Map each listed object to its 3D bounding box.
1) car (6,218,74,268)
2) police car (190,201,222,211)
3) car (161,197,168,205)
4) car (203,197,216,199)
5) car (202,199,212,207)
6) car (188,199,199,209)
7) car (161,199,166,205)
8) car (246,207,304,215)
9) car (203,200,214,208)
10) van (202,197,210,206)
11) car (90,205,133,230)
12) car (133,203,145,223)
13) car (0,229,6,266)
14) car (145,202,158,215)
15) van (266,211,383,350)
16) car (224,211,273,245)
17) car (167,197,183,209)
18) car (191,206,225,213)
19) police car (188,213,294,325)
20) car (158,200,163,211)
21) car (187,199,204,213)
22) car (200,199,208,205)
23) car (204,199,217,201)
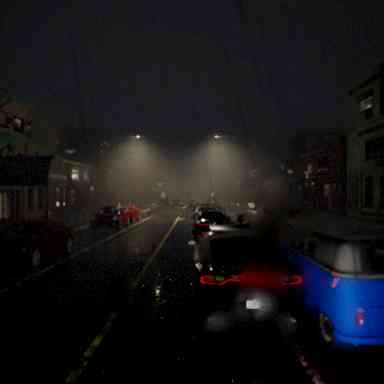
[{"bbox_3d":[-5.633,1.678,11.748,1.887,1.381,4.507,-1,-1,0],"label":"car"},{"bbox_3d":[1.011,1.671,23.562,1.930,1.638,5.238,0,-1,0],"label":"police car"},{"bbox_3d":[-5.394,2.024,67.230,2.192,1.841,5.009,-1,-1,0],"label":"car"},{"bbox_3d":[2.914,1.838,50.552,2.192,1.841,5.009,-1,-1,0],"label":"car"},{"bbox_3d":[2.990,2.223,67.363,1.752,1.417,4.829,-1,-1,0],"label":"car"},{"bbox_3d":[0.266,2.094,59.071,1.882,1.535,5.008,0,-1,0],"label":"car"},{"bbox_3d":[-5.463,2.119,50.583,1.802,1.307,4.206,-1,-1,0],"label":"car"},{"bbox_3d":[2.745,1.434,11.716,2.192,1.841,5.009,-1,-1,0],"label":"car"},{"bbox_3d":[2.965,2.220,61.645,1.802,1.307,4.206,-1,-1,0],"label":"car"},{"bbox_3d":[3.011,2.094,72.743,1.690,1.788,3.998,-1,-1,0],"label":"van"},{"bbox_3d":[-5.586,1.689,22.845,1.967,1.590,4.097,-1,-1,0],"label":"car"},{"bbox_3d":[-5.560,1.851,28.392,1.887,1.381,4.507,-1,-1,0],"label":"car"},{"bbox_3d":[-5.658,1.516,6.201,1.967,1.590,4.097,-1,-1,0],"label":"car"},{"bbox_3d":[-5.511,2.004,39.487,1.802,1.307,4.206,-1,-1,0],"label":"car"},{"bbox_3d":[2.721,1.403,6.167,1.690,1.788,3.998,-1,-1,0],"label":"van"},{"bbox_3d":[2.772,1.759,17.261,1.802,1.307,4.206,-1,-1,0],"label":"car"},{"bbox_3d":[-2.737,1.966,58.485,2.097,1.767,4.553,0,-1,0],"label":"car"},{"bbox_3d":[0.985,1.687,17.450,1.837,1.490,4.892,0,-1,0],"label":"car"},{"bbox_3d":[0.942,1.504,7.562,1.930,1.638,5.238,0,-1,0],"label":"police car"},{"bbox_3d":[-5.488,2.030,45.035,2.008,1.369,4.403,-1,-1,0],"label":"car"},{"bbox_3d":[0.232,1.962,44.991,2.128,1.511,4.902,0,-1,1],"label":"car"},{"bbox_3d":[3.063,2.394,84.008,1.752,1.417,4.829,-1,-1,0],"label":"car"},{"bbox_3d":[2.894,1.993,45.171,1.752,1.417,4.829,-1,-1,0],"label":"car"}]
